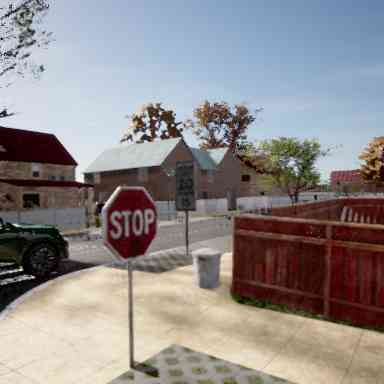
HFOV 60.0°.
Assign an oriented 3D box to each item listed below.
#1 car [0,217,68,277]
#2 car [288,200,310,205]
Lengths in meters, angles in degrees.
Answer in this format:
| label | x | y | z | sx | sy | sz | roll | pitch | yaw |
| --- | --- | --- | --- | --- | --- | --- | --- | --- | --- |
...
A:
| label | x | y | z | sx | sy | sz | roll | pitch | yaw |
| --- | --- | --- | --- | --- | --- | --- | --- | --- | --- |
| car | -5.814 | 1.280 | 7.923 | 2.150 | 2.045 | 5.566 | -2 | 0 | 36 |
| car | 9.773 | 1.360 | 29.702 | 1.994 | 1.385 | 4.181 | -2 | -1 | 36 |
